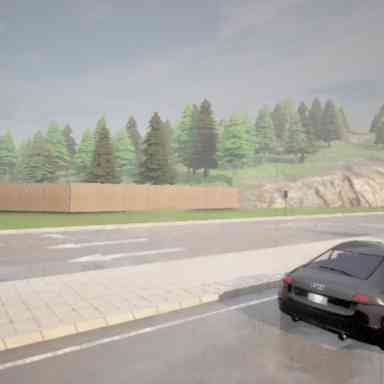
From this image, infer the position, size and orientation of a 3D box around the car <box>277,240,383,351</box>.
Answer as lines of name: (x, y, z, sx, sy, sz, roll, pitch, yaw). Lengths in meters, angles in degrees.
car: (3.567, 1.639, 6.288, 4.181, 1.385, 1.994, 1, 0, -35)
